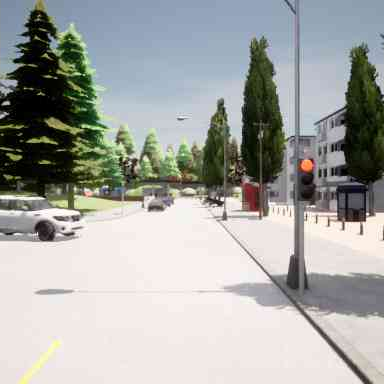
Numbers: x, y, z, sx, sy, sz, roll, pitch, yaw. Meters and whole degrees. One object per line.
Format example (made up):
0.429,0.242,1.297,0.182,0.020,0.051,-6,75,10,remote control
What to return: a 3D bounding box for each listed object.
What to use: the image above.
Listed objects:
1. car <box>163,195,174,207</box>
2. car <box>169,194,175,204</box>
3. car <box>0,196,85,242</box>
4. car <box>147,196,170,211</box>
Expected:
-4.174,1.564,50.061,1.994,1.385,4.181,0,0,0,car
-4.146,1.505,60.053,1.837,1.490,4.892,0,0,0,car
-8.057,1.223,16.124,5.566,2.045,2.150,0,-1,11,car
-4.171,1.547,40.123,2.033,1.411,5.357,0,0,0,car
